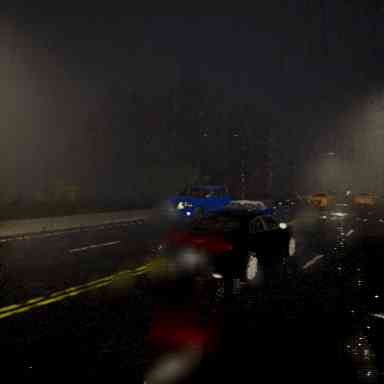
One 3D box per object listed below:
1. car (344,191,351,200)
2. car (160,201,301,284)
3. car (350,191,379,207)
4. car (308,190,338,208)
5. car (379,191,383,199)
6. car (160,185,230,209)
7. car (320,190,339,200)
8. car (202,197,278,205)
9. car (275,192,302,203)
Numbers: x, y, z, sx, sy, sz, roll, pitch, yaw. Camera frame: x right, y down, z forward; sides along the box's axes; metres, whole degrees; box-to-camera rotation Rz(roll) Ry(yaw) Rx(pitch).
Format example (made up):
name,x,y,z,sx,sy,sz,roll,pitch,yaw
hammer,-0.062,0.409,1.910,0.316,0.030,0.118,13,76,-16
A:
name,x,y,z,sx,sy,sz,roll,pitch,yaw
car,25.430,0.559,52.678,2.033,1.411,5.357,2,2,34
car,1.347,1.225,9.110,1.882,1.535,5.008,2,2,33
car,19.577,0.803,37.576,1.882,1.535,5.008,2,2,33
car,13.361,0.761,34.209,1.882,1.535,5.008,2,2,32
car,31.974,0.520,56.564,1.882,1.535,5.008,2,2,34
car,0.426,0.627,19.954,2.150,2.045,5.566,2,2,33
car,22.150,0.416,53.620,1.837,1.490,4.892,2,2,34
car,2.688,1.132,17.497,1.895,1.301,4.718,2,2,33
car,10.236,0.725,35.368,2.033,1.411,5.357,2,2,32
